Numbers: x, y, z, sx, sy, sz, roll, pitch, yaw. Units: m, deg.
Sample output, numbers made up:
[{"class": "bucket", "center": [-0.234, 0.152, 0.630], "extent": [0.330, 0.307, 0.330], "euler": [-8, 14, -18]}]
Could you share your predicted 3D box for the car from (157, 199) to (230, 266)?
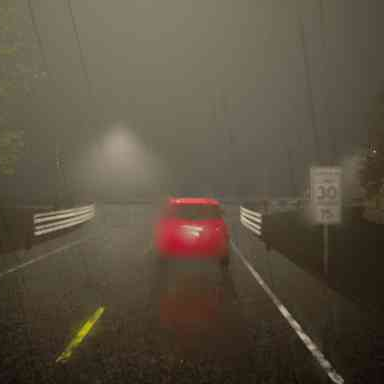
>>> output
[{"class": "car", "center": [0.065, 1.253, 11.827], "extent": [2.150, 2.045, 5.566], "euler": [0, 0, 0]}]

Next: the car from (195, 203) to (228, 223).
[{"class": "car", "center": [1.731, 1.633, 27.449], "extent": [1.994, 1.385, 4.181], "euler": [0, 0, 14]}]
